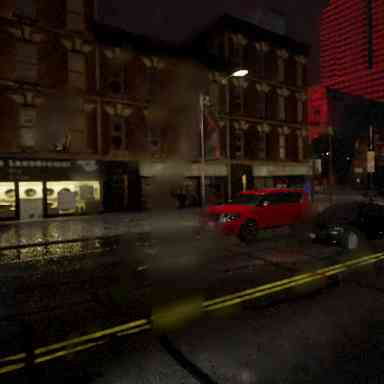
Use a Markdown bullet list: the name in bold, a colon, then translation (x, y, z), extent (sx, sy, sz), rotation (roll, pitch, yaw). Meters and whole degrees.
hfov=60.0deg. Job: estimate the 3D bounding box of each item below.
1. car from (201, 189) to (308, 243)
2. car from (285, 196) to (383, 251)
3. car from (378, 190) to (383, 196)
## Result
- **car**: translation (3.031, 0.908, 14.754), extent (5.566, 2.045, 2.150), rotation (-2, 1, -35)
- **car**: translation (6.030, 1.130, 12.607), extent (5.008, 1.535, 1.882), rotation (-2, 1, -36)
- **car**: translation (29.329, 0.113, 48.640), extent (1.895, 1.301, 4.718), rotation (-1, 1, 2)
